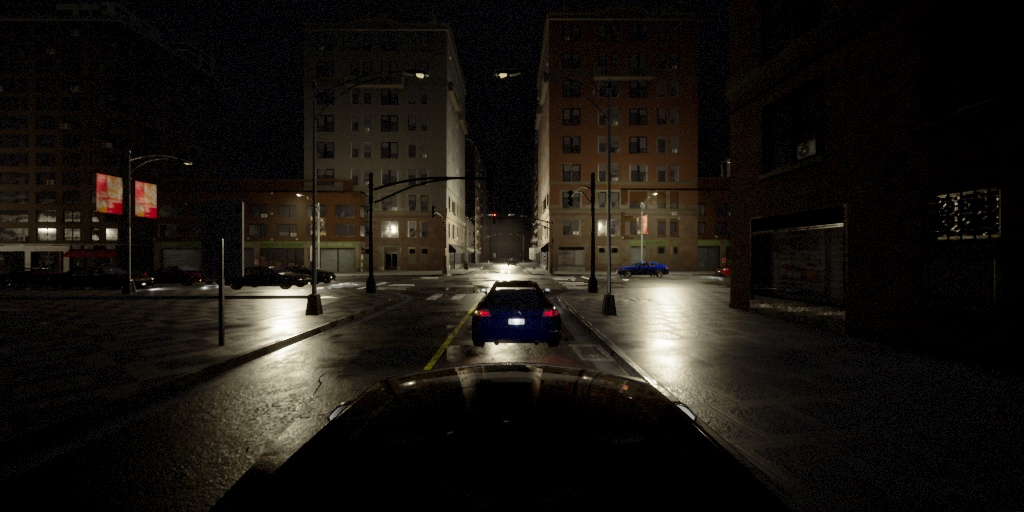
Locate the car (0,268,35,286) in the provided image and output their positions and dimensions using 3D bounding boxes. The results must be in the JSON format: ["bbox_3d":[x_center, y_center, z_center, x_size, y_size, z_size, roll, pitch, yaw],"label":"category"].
[{"bbox_3d":[-33.716,1.467,25.794,4.718,1.301,1.895,0,0,0],"label":"car"}]

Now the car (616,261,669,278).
[{"bbox_3d":[11.860,1.216,32.707,4.674,1.442,1.812,0,0,0],"label":"car"}]

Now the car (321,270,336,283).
[{"bbox_3d":[-15.043,1.363,25.876,4.181,1.385,1.994,0,0,0],"label":"car"}]

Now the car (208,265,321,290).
[{"bbox_3d":[-15.457,1.349,22.626,5.357,1.411,2.033,0,0,0],"label":"car"}]

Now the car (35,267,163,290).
[{"bbox_3d":[-25.837,1.389,22.577,5.357,1.411,2.033,0,0,0],"label":"car"}]

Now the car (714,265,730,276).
[{"bbox_3d":[20.899,1.223,32.746,4.181,1.385,1.994,0,0,0],"label":"car"}]

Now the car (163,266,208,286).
[{"bbox_3d":[-23.824,1.397,25.832,4.181,1.385,1.994,0,0,-1],"label":"car"}]

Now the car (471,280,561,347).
[{"bbox_3d":[0.097,1.313,9.342,1.994,1.385,4.181,0,0,0],"label":"car"}]
